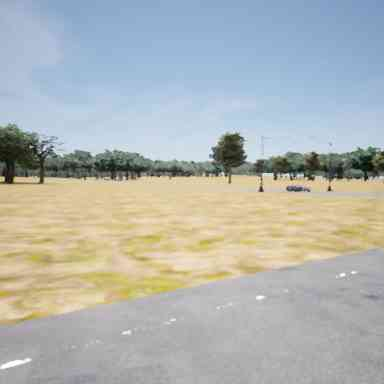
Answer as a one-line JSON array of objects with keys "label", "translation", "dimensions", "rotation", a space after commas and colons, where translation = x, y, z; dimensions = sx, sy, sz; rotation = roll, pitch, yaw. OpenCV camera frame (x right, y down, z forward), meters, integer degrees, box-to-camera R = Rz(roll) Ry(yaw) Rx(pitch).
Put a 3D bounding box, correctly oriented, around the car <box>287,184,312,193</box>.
[{"label": "car", "translation": [19.759, -0.620, 61.401], "dimensions": [2.128, 1.511, 4.902], "rotation": [-1, 3, -34]}]
